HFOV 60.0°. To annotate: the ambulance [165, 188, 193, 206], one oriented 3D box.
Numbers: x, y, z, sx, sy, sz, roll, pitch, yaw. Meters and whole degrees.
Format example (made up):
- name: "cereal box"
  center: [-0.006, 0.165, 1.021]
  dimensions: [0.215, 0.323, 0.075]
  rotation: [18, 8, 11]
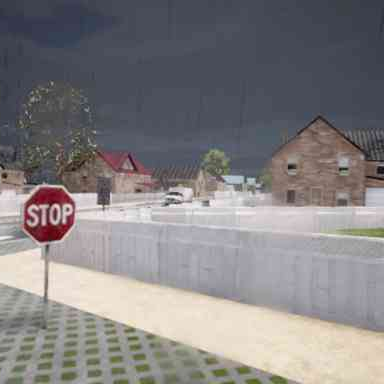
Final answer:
- name: "ambulance"
  center: [-1.839, 0.661, 47.113]
  dimensions: [2.351, 2.431, 6.366]
  rotation: [2, 1, 18]
